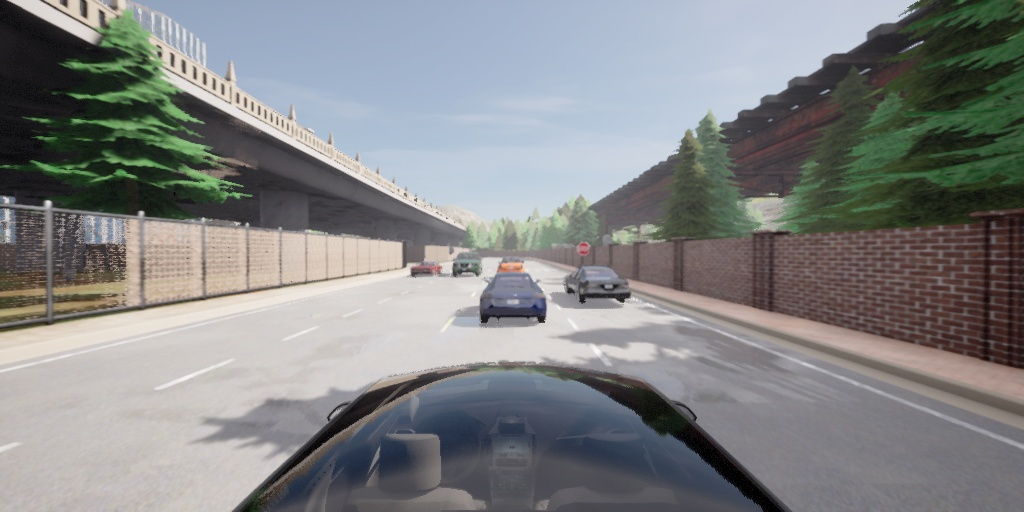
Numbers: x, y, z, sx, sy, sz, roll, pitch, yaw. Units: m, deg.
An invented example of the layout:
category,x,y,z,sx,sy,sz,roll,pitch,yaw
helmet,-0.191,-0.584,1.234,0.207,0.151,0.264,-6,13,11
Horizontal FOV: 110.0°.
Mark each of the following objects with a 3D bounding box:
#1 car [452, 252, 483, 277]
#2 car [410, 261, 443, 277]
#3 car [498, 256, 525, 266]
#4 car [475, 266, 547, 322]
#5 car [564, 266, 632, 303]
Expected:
category,x,y,z,sx,sy,sz,roll,pitch,yaw
car,-3.726,0.670,30.767,2.150,2.045,5.566,0,0,0
car,-7.225,1.061,30.618,1.895,1.301,4.718,0,1,0
car,-0.061,0.815,28.350,2.097,1.767,4.553,0,1,0
car,0.027,1.204,11.794,1.994,1.385,4.181,0,1,0
car,3.520,1.136,15.596,2.033,1.411,5.357,0,1,0
